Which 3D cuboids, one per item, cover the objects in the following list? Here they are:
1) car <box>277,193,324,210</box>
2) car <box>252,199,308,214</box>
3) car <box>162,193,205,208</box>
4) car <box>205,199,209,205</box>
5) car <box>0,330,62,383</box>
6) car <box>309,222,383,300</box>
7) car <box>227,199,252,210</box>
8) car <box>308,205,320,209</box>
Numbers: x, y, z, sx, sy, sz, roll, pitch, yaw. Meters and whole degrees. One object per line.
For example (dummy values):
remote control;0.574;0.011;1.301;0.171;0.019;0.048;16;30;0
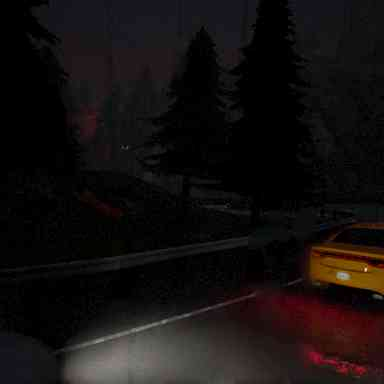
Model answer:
car;14.540;1.221;44.590;5.566;2.045;2.150;0;0;34
car;9.360;1.509;35.412;4.892;1.490;1.837;0;0;34
car;-1.361;1.175;51.267;5.566;2.045;2.150;0;0;35
car;0.512;1.446;54.220;4.902;1.511;2.128;0;0;35
car;-3.154;1.526;1.745;4.674;1.442;1.812;0;0;-35
car;4.779;1.478;8.097;5.008;1.535;1.882;0;0;-42
car;6.526;1.564;41.596;4.181;1.385;1.994;0;0;34
car;13.545;1.566;41.032;4.181;1.385;1.994;0;0;34
